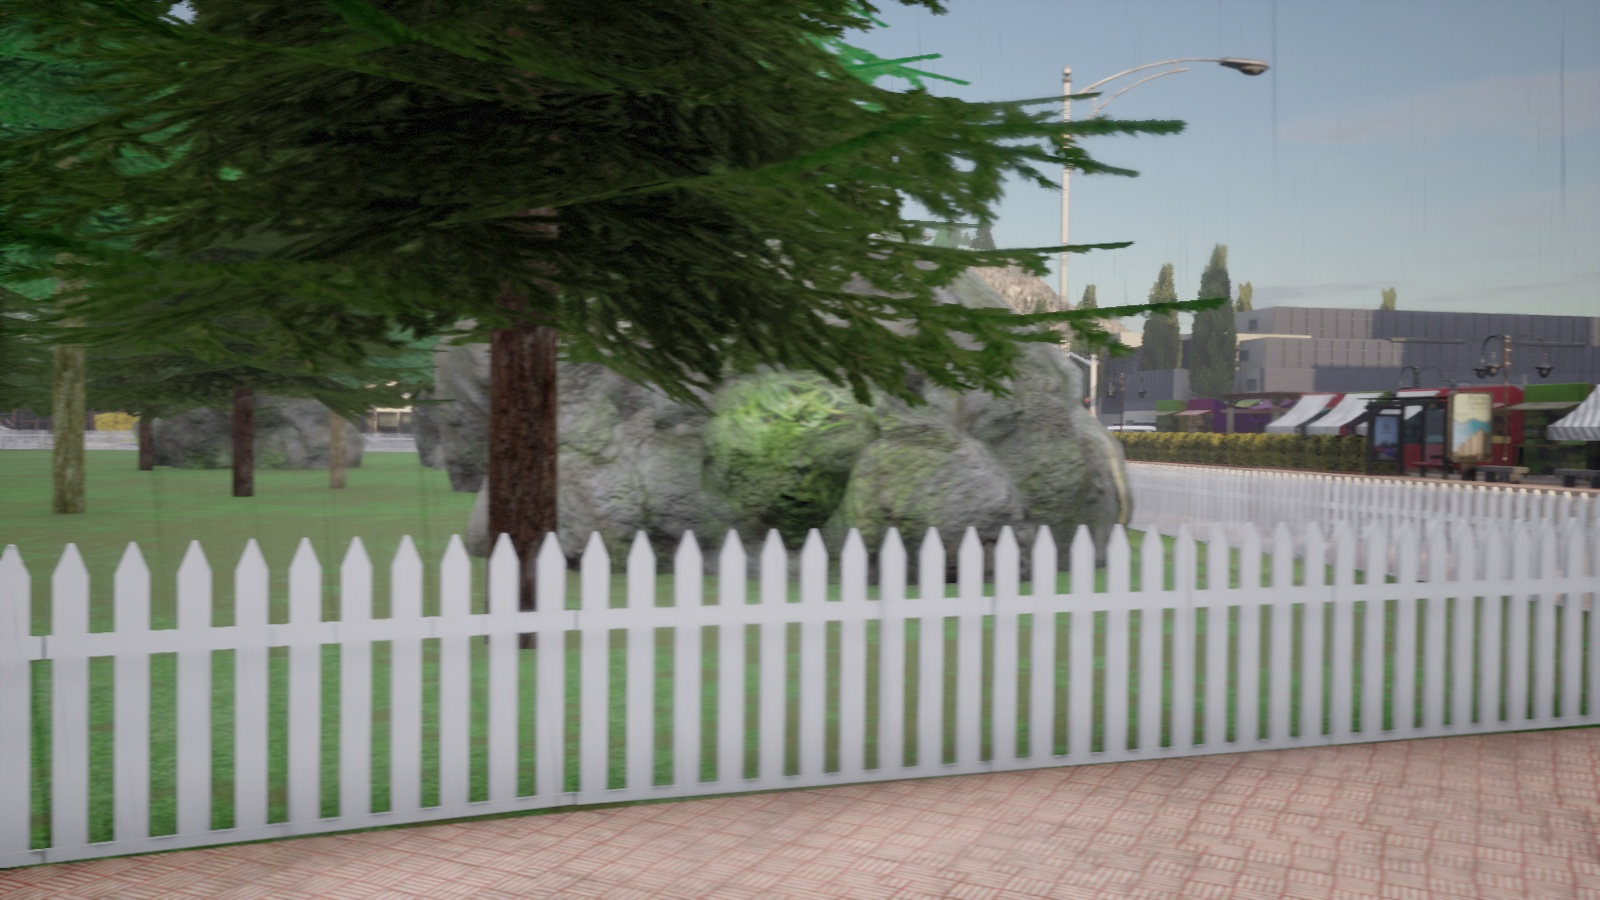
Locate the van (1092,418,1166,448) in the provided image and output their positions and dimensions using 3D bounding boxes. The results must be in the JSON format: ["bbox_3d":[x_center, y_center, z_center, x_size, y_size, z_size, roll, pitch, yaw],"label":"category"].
[{"bbox_3d":[22.775,-1.168,87.077,4.480,2.038,2.069,-1,1,-9],"label":"van"}]

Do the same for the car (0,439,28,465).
[{"bbox_3d":[-47.308,0.122,72.113,4.674,1.442,1.812,-1,1,-9],"label":"car"}]
